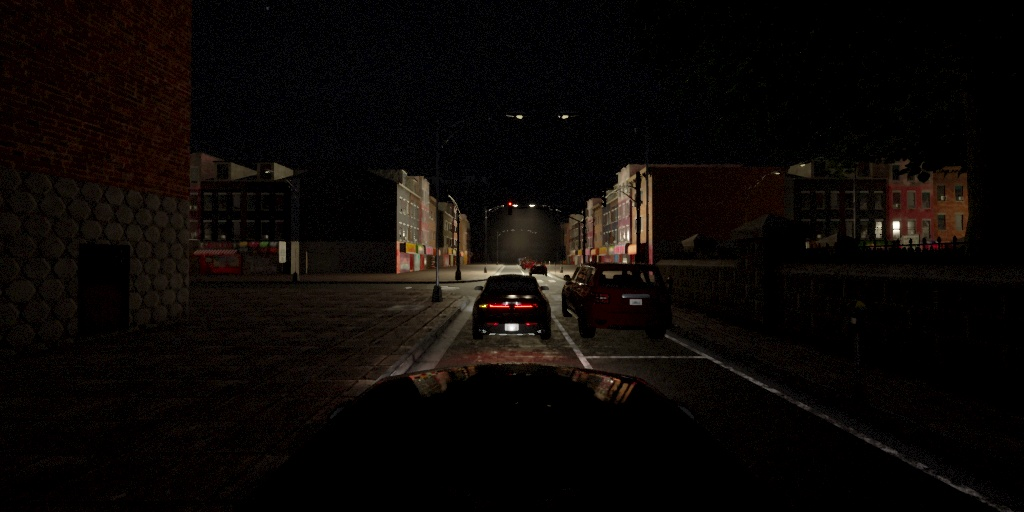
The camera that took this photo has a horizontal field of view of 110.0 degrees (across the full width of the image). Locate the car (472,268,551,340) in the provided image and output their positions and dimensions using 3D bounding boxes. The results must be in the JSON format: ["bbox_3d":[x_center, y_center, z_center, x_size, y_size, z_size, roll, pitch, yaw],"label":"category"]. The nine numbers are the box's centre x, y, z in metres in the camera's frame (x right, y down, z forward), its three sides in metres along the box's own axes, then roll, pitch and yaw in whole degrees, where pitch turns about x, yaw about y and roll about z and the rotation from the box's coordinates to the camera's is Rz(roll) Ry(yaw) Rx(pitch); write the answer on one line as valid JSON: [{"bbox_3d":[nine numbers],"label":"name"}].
[{"bbox_3d":[-0.009,1.258,9.995,1.837,1.490,4.892,0,0,0],"label":"car"}]

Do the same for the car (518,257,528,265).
[{"bbox_3d":[2.576,1.158,58.214,2.192,1.841,5.009,0,0,0],"label":"car"}]

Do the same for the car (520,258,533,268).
[{"bbox_3d":[2.582,1.373,52.777,1.888,1.381,4.507,0,0,0],"label":"car"}]

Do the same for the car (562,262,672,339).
[{"bbox_3d":[2.629,1.068,10.036,2.192,1.841,5.009,0,0,0],"label":"car"}]

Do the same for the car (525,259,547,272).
[{"bbox_3d":[2.600,1.334,36.465,1.888,1.381,4.507,0,0,0],"label":"car"}]
